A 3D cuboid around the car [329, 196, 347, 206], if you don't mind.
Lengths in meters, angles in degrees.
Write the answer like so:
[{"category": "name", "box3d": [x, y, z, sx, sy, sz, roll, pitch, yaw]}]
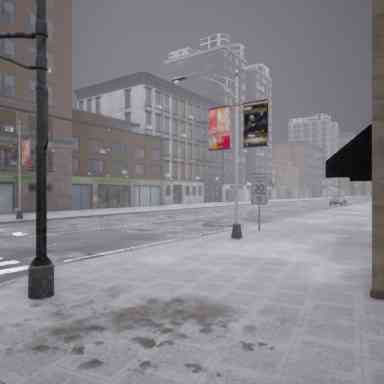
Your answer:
[{"category": "car", "box3d": [22.646, 1.377, 51.516, 2.033, 1.411, 5.357, 0, 0, 34]}]
